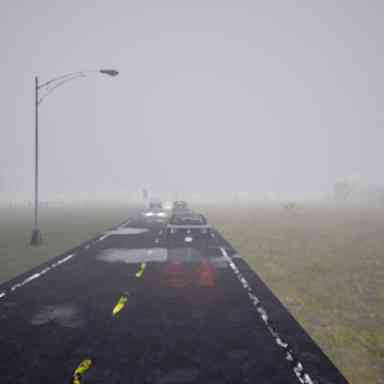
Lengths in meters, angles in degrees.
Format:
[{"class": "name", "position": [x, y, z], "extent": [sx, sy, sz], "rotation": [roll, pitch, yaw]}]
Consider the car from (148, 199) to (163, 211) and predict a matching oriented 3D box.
[{"class": "car", "position": [-4.678, 1.620, 42.984], "extent": [1.895, 1.301, 4.718], "rotation": [0, 0, -5]}]

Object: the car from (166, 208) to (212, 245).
[{"class": "car", "position": [-0.200, 1.629, 15.655], "extent": [1.895, 1.301, 4.718], "rotation": [0, 0, -2]}]

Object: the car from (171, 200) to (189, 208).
[{"class": "car", "position": [-1.375, 1.634, 37.340], "extent": [2.033, 1.411, 5.357], "rotation": [0, 0, -5]}]
